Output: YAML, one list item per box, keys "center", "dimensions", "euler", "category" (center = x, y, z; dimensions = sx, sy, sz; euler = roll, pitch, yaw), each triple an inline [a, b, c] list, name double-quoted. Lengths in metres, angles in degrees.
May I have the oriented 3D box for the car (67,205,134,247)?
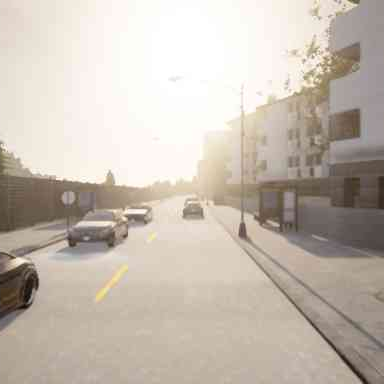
- center: [-4.095, 1.547, 15.242]
  dimensions: [1.812, 1.442, 4.674]
  euler: [0, 0, 0]
  category: "car"

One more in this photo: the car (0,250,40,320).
- center: [-4.094, 1.571, 5.100]
  dimensions: [1.994, 1.385, 4.181]
  euler: [0, 0, 0]
  category: "car"

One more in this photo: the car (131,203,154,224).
- center: [-4.064, 1.583, 25.545]
  dimensions: [2.033, 1.411, 5.357]
  euler: [0, 0, 0]
  category: "car"

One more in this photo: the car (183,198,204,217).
- center: [0.103, 1.608, 31.928]
  dimensions: [1.994, 1.385, 4.181]
  euler: [0, 0, 0]
  category: "car"
